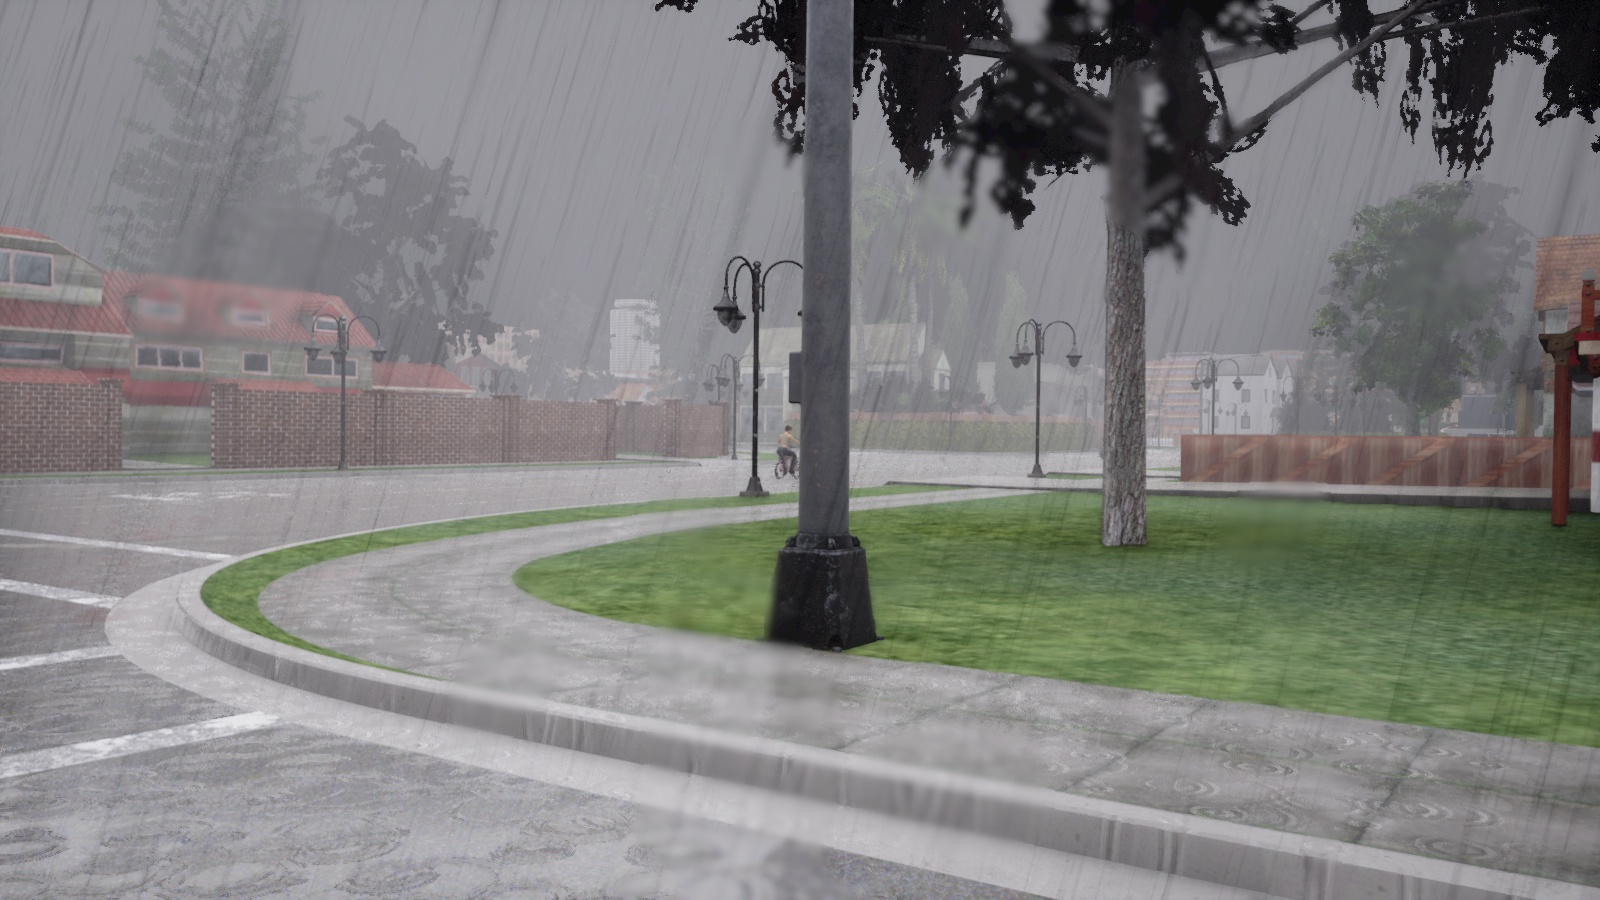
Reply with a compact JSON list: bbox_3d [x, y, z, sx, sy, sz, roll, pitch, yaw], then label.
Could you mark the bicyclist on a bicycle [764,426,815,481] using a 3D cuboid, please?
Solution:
[{"bbox_3d":[-0.302,0.078,37.509,0.866,1.612,1.509,0,1,32],"label":"bicyclist on a bicycle"}]
